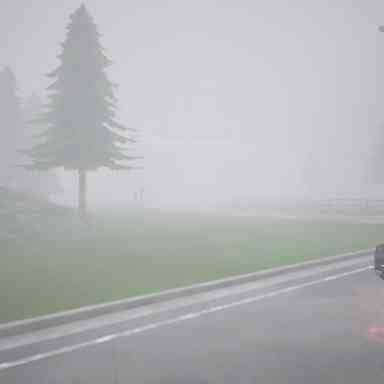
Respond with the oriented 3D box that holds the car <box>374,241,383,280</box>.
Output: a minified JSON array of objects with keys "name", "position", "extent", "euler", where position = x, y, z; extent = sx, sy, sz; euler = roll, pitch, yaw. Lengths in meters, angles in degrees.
[{"name":"car","position":[6.497,1.466,8.411],"extent":[4.892,1.490,1.837],"euler":[0,0,-35]}]
